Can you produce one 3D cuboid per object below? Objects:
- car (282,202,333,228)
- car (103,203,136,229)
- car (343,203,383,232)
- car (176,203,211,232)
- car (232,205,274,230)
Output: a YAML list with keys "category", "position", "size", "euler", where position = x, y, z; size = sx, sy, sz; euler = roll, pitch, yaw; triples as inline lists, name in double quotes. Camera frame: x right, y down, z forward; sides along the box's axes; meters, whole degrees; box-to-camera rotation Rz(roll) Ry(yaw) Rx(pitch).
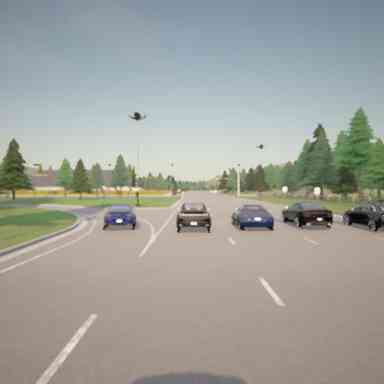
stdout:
- category: "car"
  position: [7.095, 1.351, 20.940]
  size: [1.882, 1.535, 5.008]
  euler: [0, 0, 0]
- category: "car"
  position: [-4.400, 1.402, 20.359]
  size: [1.812, 1.442, 4.674]
  euler: [0, 0, -11]
- category: "car"
  position: [10.595, 1.375, 19.344]
  size: [2.128, 1.511, 4.902]
  euler: [0, 0, 0]
- category: "car"
  position: [0.095, 1.374, 19.341]
  size: [2.128, 1.511, 4.902]
  euler: [0, 0, 0]
- category: "car"
  position: [3.594, 1.442, 20.144]
  size: [1.994, 1.385, 4.181]
  euler: [0, 0, 0]
